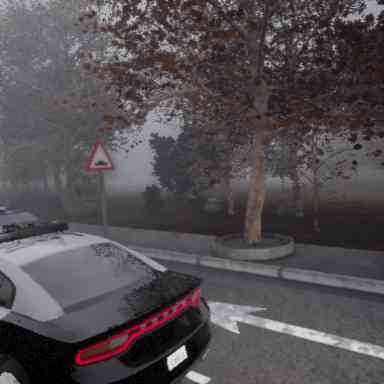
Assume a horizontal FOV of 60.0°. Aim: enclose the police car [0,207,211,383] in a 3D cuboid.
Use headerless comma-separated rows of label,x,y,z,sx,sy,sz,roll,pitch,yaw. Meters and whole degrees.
police car,-2.230,1.254,4.454,5.238,1.638,1.930,0,5,36
